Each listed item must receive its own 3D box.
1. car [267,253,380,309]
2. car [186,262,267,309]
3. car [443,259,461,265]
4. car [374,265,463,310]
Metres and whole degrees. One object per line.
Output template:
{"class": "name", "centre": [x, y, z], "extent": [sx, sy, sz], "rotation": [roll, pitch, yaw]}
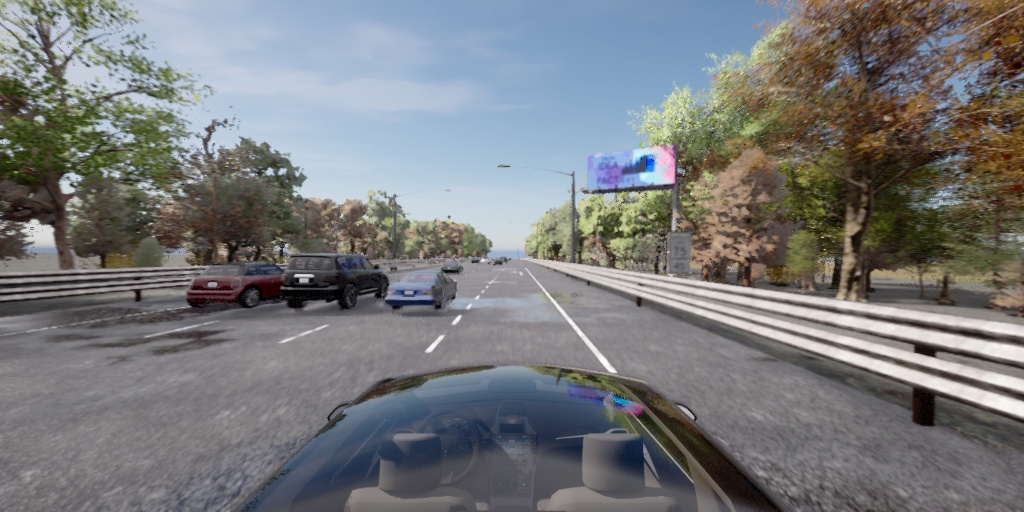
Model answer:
{"class": "car", "centre": [-6.917, 0.918, 14.640], "extent": [2.150, 2.045, 5.566], "rotation": [0, 0, 1]}
{"class": "car", "centre": [-10.420, 1.021, 14.620], "extent": [2.097, 1.767, 4.553], "rotation": [0, 0, 1]}
{"class": "car", "centre": [-6.687, 1.259, 40.271], "extent": [1.994, 1.385, 4.181], "rotation": [0, 0, 1]}
{"class": "car", "centre": [-3.418, 1.270, 14.476], "extent": [2.033, 1.411, 5.357], "rotation": [0, 0, 0]}
